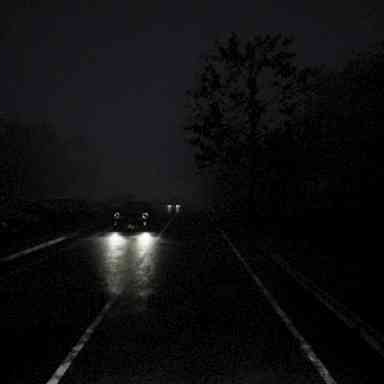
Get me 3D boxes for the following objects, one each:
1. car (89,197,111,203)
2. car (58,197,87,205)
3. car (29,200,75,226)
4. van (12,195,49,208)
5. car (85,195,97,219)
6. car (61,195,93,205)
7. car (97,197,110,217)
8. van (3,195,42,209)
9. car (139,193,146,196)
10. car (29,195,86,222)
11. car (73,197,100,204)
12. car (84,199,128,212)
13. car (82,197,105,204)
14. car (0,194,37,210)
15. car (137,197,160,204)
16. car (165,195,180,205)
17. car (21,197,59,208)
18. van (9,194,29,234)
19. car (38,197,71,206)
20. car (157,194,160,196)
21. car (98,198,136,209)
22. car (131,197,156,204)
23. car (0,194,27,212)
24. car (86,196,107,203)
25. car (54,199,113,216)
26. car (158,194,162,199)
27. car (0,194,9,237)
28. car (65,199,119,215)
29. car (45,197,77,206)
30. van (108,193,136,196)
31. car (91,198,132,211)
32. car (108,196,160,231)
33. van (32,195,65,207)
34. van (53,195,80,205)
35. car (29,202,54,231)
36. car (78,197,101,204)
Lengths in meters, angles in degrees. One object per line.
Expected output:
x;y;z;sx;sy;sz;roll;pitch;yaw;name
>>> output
-23.342;2.043;84.380;5.008;1.535;2.097;0;-1;0;car
-23.331;1.786;65.116;4.792;1.488;2.163;0;-1;0;car
-10.302;1.421;20.662;5.008;1.535;2.097;0;0;0;car
-23.487;1.367;48.506;4.442;1.987;1.878;0;0;0;van
-10.273;1.329;26.216;4.553;1.767;2.185;0;0;0;car
-23.387;1.546;67.889;5.566;2.045;2.435;0;-1;0;car
-10.117;1.469;28.991;5.366;1.575;1.946;0;0;0;car
-23.255;1.349;45.736;4.442;1.987;1.878;0;0;0;van
-10.318;1.504;53.975;4.553;1.767;2.185;0;0;0;car
-10.275;1.312;23.440;4.553;1.767;2.185;0;0;0;car
-23.169;1.877;73.424;5.366;1.575;1.946;0;-1;0;car
-10.267;1.571;40.095;4.792;1.488;2.163;0;0;0;car
-23.322;1.992;78.963;4.792;1.488;2.163;0;-1;0;car
-23.346;1.307;42.967;5.566;2.045;2.435;0;0;0;car
-10.277;1.963;78.949;5.008;1.535;2.097;0;-1;0;car
-3.383;1.722;62.184;1.837;1.490;4.892;0;0;0;car
-23.374;1.609;51.275;5.008;1.535;2.097;0;0;0;car
-10.195;1.161;15.112;4.442;1.987;1.878;0;0;0;van
-23.394;1.682;56.812;4.792;1.488;2.163;0;0;0;car
-10.460;1.877;73.397;5.366;1.575;1.946;0;-1;0;car
-10.263;1.605;45.648;4.792;1.488;2.163;0;0;0;car
-10.283;1.840;70.621;4.892;1.521;2.231;0;-1;0;car
-23.347;1.290;40.197;5.566;2.045;2.435;0;0;0;car
-23.381;1.876;81.611;4.553;1.767;2.185;0;-1;0;car
-10.295;1.491;31.767;4.892;1.521;2.231;0;0;0;car
-10.301;1.670;76.177;5.566;2.045;2.435;0;-1;0;car
-10.342;1.118;12.336;5.566;2.045;2.435;0;0;0;car
-10.306;1.508;34.543;4.892;1.521;2.231;0;0;0;car
-23.392;1.710;59.451;4.792;1.488;2.163;0;-1;0;car
-10.407;1.367;48.425;4.442;1.987;1.878;0;0;0;van
-10.265;1.588;42.871;4.792;1.488;2.163;0;0;0;car
-3.358;1.296;20.191;2.097;1.767;4.553;0;0;0;car
-23.258;1.404;54.062;4.442;1.987;1.878;0;0;0;van
-23.478;1.490;62.225;4.442;1.987;1.878;0;-1;0;van
-10.312;1.444;17.886;4.674;1.452;2.002;0;0;0;car
-23.350;1.961;76.193;4.674;1.452;2.002;0;-1;0;car
